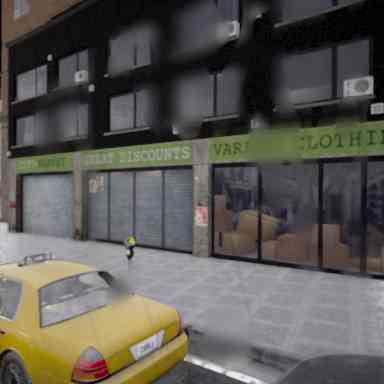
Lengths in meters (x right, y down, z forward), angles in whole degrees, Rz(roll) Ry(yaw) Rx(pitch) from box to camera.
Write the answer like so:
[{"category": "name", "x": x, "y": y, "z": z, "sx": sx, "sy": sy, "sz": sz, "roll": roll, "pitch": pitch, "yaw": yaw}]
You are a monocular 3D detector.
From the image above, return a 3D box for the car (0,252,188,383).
[{"category": "car", "x": -2.336, "y": 1.546, "z": 4.743, "sx": 4.829, "sy": 1.417, "sz": 1.752, "roll": 0, "pitch": 0, "yaw": 35}]

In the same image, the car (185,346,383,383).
[{"category": "car", "x": 2.356, "y": 1.546, "z": 1.408, "sx": 4.403, "sy": 1.369, "sz": 2.008, "roll": 0, "pitch": 0, "yaw": 35}]
